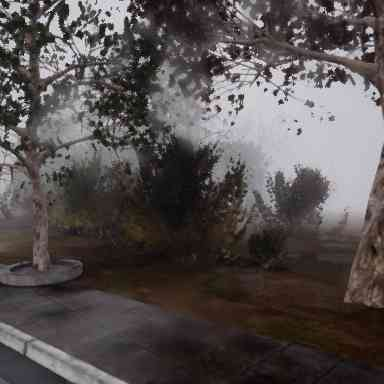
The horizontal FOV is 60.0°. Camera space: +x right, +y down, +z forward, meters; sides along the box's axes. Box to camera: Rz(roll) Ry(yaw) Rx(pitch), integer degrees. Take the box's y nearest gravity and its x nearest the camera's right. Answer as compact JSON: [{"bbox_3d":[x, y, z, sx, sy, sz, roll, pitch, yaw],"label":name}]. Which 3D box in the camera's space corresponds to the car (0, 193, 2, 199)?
[{"bbox_3d":[-29.588,0.843,50.704,1.882,1.535,5.008,0,1,-17],"label":"car"}]
